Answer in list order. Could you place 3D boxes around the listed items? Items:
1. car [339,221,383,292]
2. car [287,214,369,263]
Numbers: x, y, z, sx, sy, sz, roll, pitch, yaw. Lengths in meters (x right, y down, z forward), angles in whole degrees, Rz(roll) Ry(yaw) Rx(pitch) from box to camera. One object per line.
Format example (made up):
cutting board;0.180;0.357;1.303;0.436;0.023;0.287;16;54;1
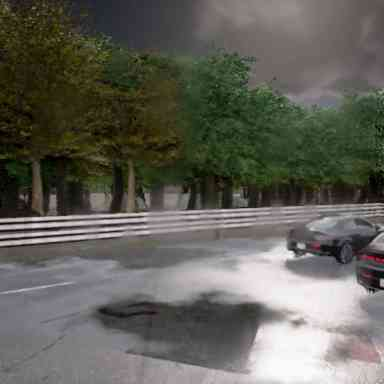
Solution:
car;5.698;1.482;7.621;4.892;1.490;1.837;0;0;-34
car;5.276;1.495;11.575;4.674;1.442;1.812;0;0;-34
